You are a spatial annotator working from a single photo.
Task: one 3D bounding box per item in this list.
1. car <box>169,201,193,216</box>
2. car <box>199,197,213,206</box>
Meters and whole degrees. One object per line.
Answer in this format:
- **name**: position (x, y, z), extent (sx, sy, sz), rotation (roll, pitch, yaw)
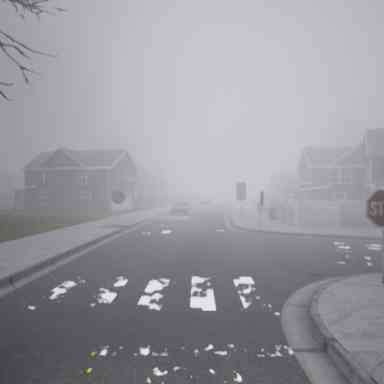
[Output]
- **car**: position (-1.006, 1.586, 33.164), extent (2.033, 1.411, 5.357), rotation (0, 0, 6)
- **car**: position (2.563, 1.629, 57.729), extent (2.033, 1.411, 5.357), rotation (0, 0, 11)
